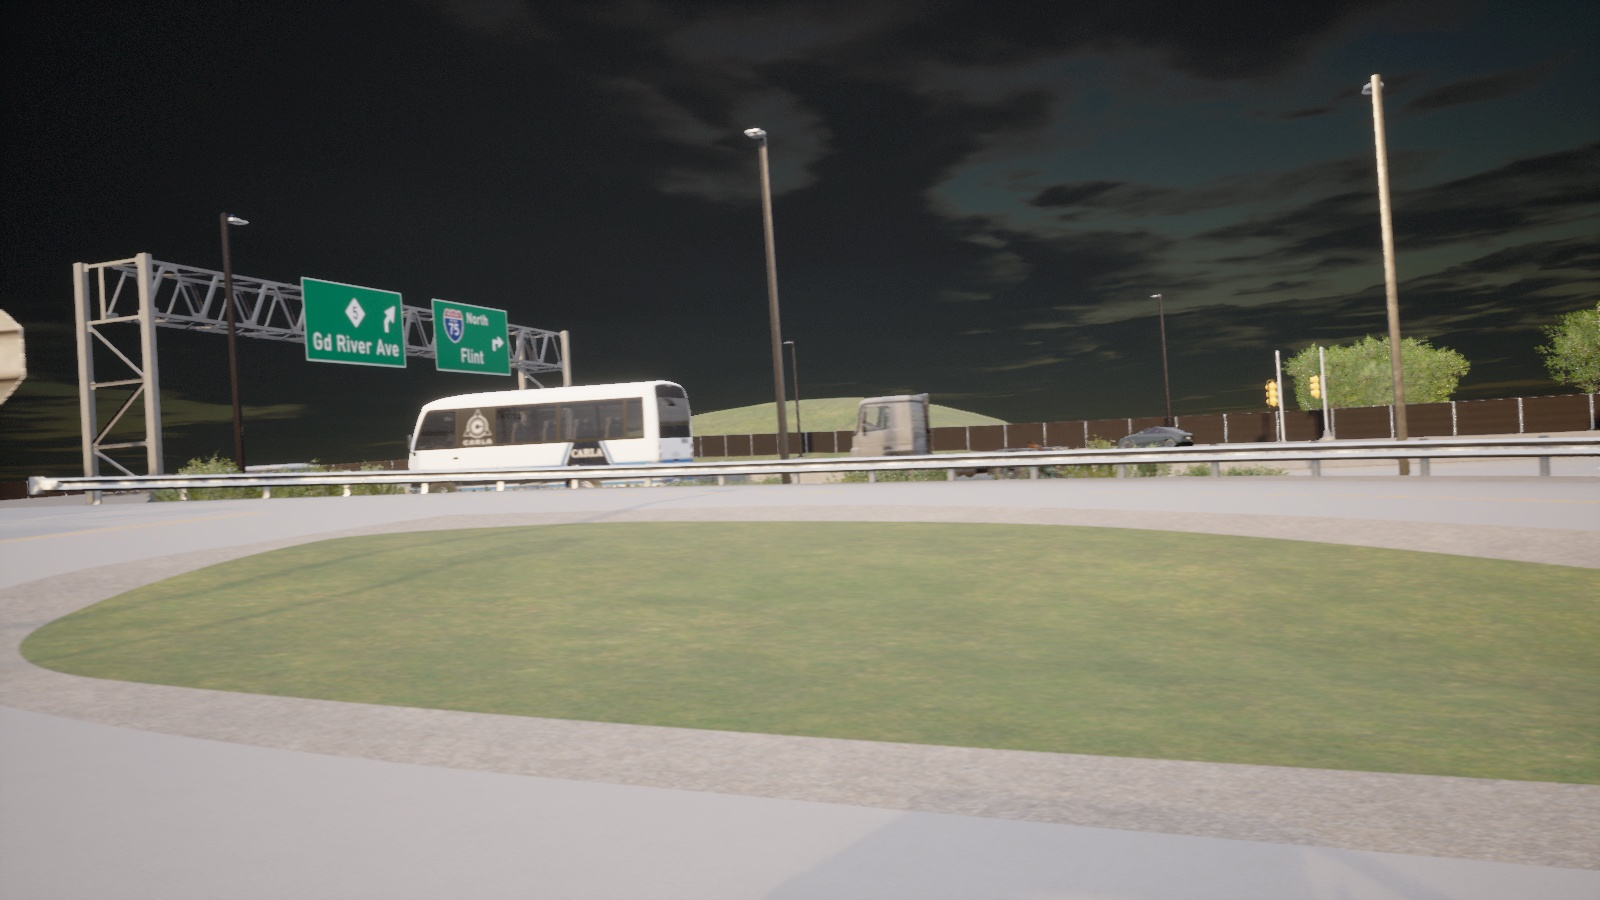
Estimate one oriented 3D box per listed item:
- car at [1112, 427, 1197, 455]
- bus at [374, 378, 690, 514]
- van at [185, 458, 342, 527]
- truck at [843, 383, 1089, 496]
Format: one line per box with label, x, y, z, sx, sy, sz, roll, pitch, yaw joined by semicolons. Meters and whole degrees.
car;20.114;-0.486;71.346;4.181;1.385;1.994;-2;1;45
bus;-9.545;-0.091;44.864;10.273;4.253;3.944;-2;0;18
van;-17.056;1.341;39.955;4.442;1.987;1.775;-2;0;18
truck;5.767;-0.320;43.590;7.936;3.462;2.891;-2;0;18
